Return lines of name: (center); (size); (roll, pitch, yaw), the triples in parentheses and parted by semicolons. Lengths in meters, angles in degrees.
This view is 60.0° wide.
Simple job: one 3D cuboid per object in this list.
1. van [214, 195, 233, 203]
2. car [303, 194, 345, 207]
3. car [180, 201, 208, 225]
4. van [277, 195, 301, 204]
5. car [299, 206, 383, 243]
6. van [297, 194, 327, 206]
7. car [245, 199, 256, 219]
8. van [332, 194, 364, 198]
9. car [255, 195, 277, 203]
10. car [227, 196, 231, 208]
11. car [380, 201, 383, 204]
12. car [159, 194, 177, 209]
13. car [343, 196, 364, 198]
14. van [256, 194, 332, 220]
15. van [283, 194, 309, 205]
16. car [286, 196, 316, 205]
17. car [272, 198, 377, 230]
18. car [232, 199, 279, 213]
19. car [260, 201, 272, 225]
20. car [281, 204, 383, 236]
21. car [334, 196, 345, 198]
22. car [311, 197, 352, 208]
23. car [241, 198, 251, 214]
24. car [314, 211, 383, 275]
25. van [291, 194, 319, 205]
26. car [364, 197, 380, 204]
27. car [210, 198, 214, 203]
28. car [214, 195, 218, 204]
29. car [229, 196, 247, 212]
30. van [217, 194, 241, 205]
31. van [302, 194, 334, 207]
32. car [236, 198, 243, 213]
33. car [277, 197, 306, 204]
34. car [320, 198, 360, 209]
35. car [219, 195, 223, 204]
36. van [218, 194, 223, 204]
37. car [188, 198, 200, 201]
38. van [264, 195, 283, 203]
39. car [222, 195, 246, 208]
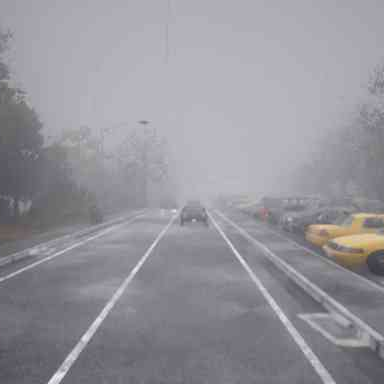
van: (7.500, 1.707, 79.112); (4.442, 1.987, 1.878); (0, -1, 0)
car: (20.254, 1.306, 51.279); (5.566, 2.045, 2.435); (0, 0, 0)
car: (0.138, 1.604, 24.267); (1.895, 1.301, 4.718); (0, 0, 0)
van: (20.524, 1.543, 70.525); (4.442, 1.987, 1.878); (0, -1, 0)
car: (7.137, 1.476, 12.511); (5.366, 1.575, 1.946); (0, 0, 0)
van: (20.434, 1.345, 56.693); (4.442, 1.987, 1.878); (0, 0, 0)
car: (7.013, 1.525, 26.385); (4.792, 1.488, 2.163); (0, 0, 0)
van: (20.346, 1.309, 42.968); (4.442, 1.987, 1.878); (0, 0, 0)
car: (20.579, 1.940, 92.681); (5.566, 2.045, 2.435); (0, -1, 0)
car: (7.125, 1.534, 40.265); (4.892, 1.521, 2.231); (0, 0, 0)
car: (20.110, 1.246, 28.992); (5.566, 2.045, 2.435); (0, 0, 0)
car: (-3.202, 1.278, 46.033); (2.150, 2.045, 5.566); (0, -1, 0)
car: (20.187, 1.519, 37.302); (5.008, 1.535, 2.097); (0, 0, 0)
van: (7.140, 1.262, 23.609); (4.442, 1.987, 1.878); (0, 0, 0)
van: (20.255, 1.439, 64.988); (4.442, 1.987, 1.878); (0, -1, 0)
car: (20.359, 1.613, 62.214); (5.008, 1.535, 2.097); (0, -1, 0)
car: (7.019, 1.350, 18.059); (4.553, 1.767, 2.185); (0, 0, 0)
car: (7.120, 1.526, 37.489); (4.892, 1.521, 2.231); (0, 0, 0)
car: (7.035, 1.510, 20.832); (4.792, 1.488, 2.163); (0, 0, 0)
car: (6.964, 1.476, 15.280); (4.892, 1.521, 2.231); (0, 0, 0)
car: (20.214, 1.567, 40.197); (4.674, 1.452, 2.002); (0, 0, 0)
car: (20.259, 1.549, 48.383); (5.008, 1.535, 2.097); (0, 0, 0)
car: (7.030, 1.532, 29.161); (4.792, 1.488, 2.163); (0, 0, 0)
car: (6.749, 1.487, 9.861); (5.366, 1.575, 1.946); (0, 0, 0)
van: (20.220, 1.353, 59.598); (4.442, 1.987, 1.878); (0, -1, 0)
car: (20.128, 1.254, 31.762); (5.566, 2.045, 2.435); (0, 0, 0)
car: (7.370, 1.881, 76.332); (5.008, 1.535, 2.097); (0, -1, 0)
car: (7.286, 1.333, 59.699); (5.566, 2.045, 2.435); (0, 0, 0)
car: (6.910, 1.515, 34.715); (5.366, 1.575, 1.946); (0, 0, 0)
van: (7.176, 1.447, 65.235); (4.442, 1.987, 1.878); (0, -1, 0)
van: (20.417, 1.338, 54.048); (4.442, 1.987, 1.878); (0, 0, 0)
car: (7.048, 1.540, 31.937); (4.792, 1.488, 2.163); (0, 0, 0)
car: (20.205, 1.714, 67.752); (5.366, 1.575, 1.946); (0, -1, 0)
car: (20.244, 1.582, 45.612); (4.674, 1.452, 2.002); (0, 0, 0)
car: (7.198, 1.562, 51.370); (5.008, 1.535, 2.097); (0, 0, 0)
van: (7.123, 1.351, 56.923); (4.442, 1.987, 1.878); (0, 0, 0)
car: (0.210, 1.529, 41.797); (2.128, 1.511, 4.902); (0, 0, 0)
van: (20.614, 1.802, 84.374); (4.442, 1.987, 1.878); (0, -1, 0)
car: (6.964, 1.537, 43.043); (5.366, 1.575, 1.946); (0, 0, 0)
